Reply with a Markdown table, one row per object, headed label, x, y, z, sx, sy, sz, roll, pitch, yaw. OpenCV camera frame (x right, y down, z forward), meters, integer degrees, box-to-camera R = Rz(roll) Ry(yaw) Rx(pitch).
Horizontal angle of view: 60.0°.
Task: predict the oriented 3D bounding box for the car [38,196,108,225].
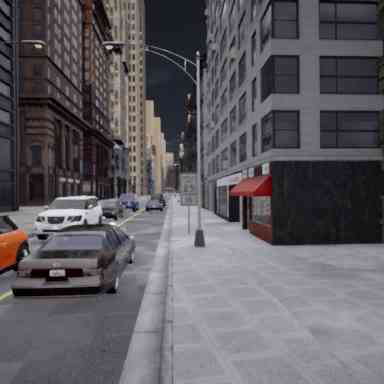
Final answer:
| label | x | y | z | sx | sy | sz | roll | pitch | yaw |
| --- | --- | --- | --- | --- | --- | --- | --- | --- | --- |
| car | -6.260 | 1.238 | 17.587 | 2.150 | 2.045 | 5.566 | -1 | 0 | -3 |

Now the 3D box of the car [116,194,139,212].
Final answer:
| label | x | y | z | sx | sy | sz | roll | pitch | yaw |
| --- | --- | --- | --- | --- | --- | --- | --- | --- | --- |
| car | -7.433 | 1.215 | 38.611 | 2.150 | 2.045 | 5.566 | -1 | 0 | -3 |

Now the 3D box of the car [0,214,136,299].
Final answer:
| label | x | y | z | sx | sy | sz | roll | pitch | yaw |
| --- | --- | --- | --- | --- | --- | --- | --- | --- | --- |
| car | -2.639 | 1.545 | 8.659 | 2.033 | 1.411 | 5.357 | -1 | 0 | -3 |

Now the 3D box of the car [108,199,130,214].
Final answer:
| label | x | y | z | sx | sy | sz | roll | pitch | yaw |
| --- | --- | --- | --- | --- | --- | --- | --- | --- | --- |
| car | -6.852 | 1.553 | 27.889 | 2.033 | 1.411 | 5.357 | -1 | 0 | -3 |

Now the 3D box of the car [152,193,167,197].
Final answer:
| label | x | y | z | sx | sy | sz | roll | pitch | yaw |
| --- | --- | --- | --- | --- | --- | --- | --- | --- | --- |
| car | -4.970 | 1.173 | 48.861 | 2.150 | 2.045 | 5.566 | -1 | 0 | -3 |

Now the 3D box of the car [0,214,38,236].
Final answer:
| label | x | y | z | sx | sy | sz | roll | pitch | yaw |
| --- | --- | --- | --- | --- | --- | --- | --- | --- | --- |
| car | -5.696 | 1.378 | 7.808 | 2.097 | 1.767 | 4.553 | -1 | 0 | -3 |

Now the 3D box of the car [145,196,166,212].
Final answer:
| label | x | y | z | sx | sy | sz | roll | pitch | yaw |
| --- | --- | --- | --- | --- | --- | --- | --- | --- | --- |
| car | -4.331 | 1.530 | 38.772 | 1.994 | 1.385 | 4.181 | -1 | 0 | -3 |
